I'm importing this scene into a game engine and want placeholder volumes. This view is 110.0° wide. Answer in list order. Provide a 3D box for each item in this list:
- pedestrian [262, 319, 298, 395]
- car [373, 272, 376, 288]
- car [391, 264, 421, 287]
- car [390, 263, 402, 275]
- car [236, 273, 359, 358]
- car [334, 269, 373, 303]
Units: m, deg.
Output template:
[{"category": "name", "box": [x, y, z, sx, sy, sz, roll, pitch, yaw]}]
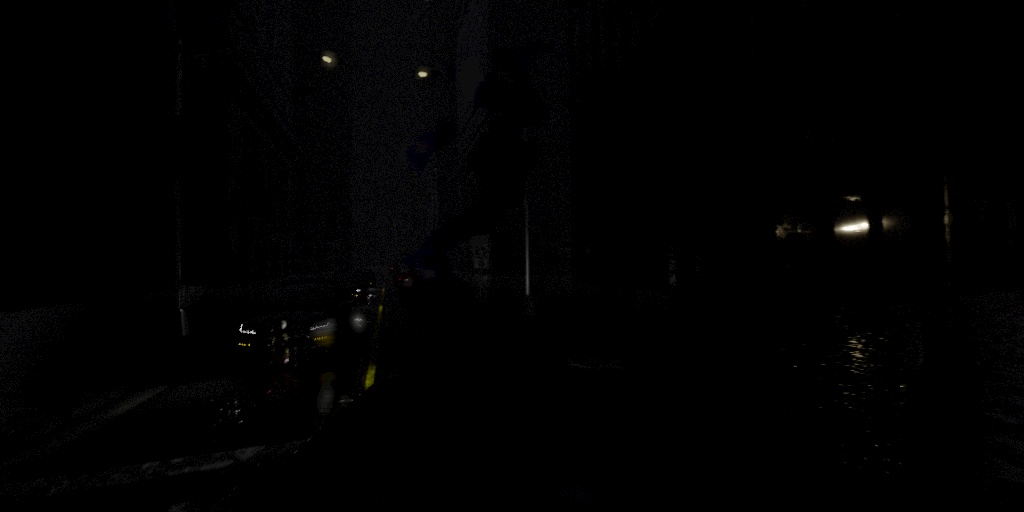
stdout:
[{"category": "pedestrian", "box": [-3.390, 1.484, 5.320, 0.500, 1.100, 0.500, 1, -2, -19]}, {"category": "car", "box": [-11.451, 1.674, 27.392, 1.994, 1.385, 4.181, 0, -1, -19]}, {"category": "car", "box": [-8.357, 1.625, 28.264, 1.812, 1.442, 4.674, 0, -1, -19]}, {"category": "car", "box": [-16.898, 1.808, 52.934, 2.097, 1.767, 4.553, 0, -1, -19]}, {"category": "car", "box": [-5.111, 1.366, 9.034, 1.837, 1.490, 4.892, 0, -1, -19]}, {"category": "car", "box": [-8.214, 1.486, 18.013, 1.837, 1.490, 4.892, 0, -1, -19]}]
